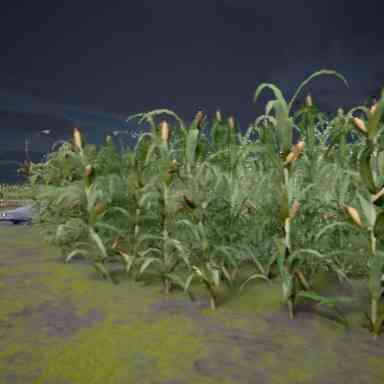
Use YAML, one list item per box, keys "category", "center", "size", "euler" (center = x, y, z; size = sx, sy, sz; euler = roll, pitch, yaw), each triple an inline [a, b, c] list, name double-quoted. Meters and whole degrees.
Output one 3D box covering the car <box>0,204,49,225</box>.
- category: "car"
  center: [-11.348, 1.599, 24.805]
  size: [2.033, 1.411, 5.357]
  euler: [-2, 0, 35]
